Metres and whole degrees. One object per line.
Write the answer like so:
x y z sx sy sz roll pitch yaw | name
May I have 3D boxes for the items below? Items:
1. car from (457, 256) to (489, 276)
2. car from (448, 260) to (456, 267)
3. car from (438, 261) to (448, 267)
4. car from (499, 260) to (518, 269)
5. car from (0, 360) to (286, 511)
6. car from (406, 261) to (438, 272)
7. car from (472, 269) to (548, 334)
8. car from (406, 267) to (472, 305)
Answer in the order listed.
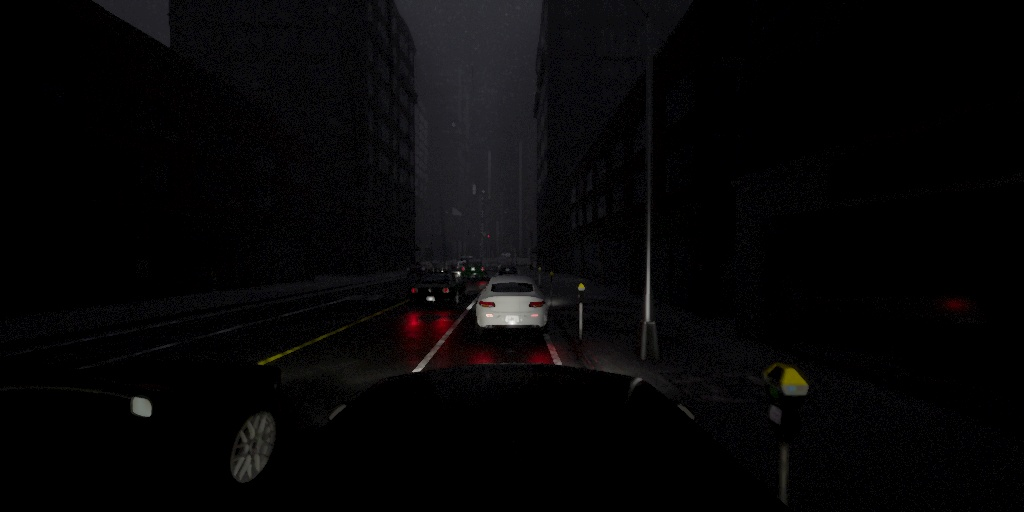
-3.145 1.115 31.042 2.097 1.767 4.553 0 0 0 | car
-8.909 1.303 45.944 2.007 1.370 4.403 0 0 0 | car
-8.909 1.316 40.439 1.948 1.339 4.313 0 0 0 | car
-0.383 1.315 34.934 1.948 1.339 4.313 0 0 0 | car
-3.145 1.227 1.500 1.882 1.535 5.008 0 0 0 | car
-8.909 1.189 34.934 1.967 1.591 4.097 0 0 0 | car
0.003 1.273 10.501 1.812 1.442 4.674 0 0 0 | car
-3.145 1.364 16.100 1.895 1.301 4.718 0 0 0 | car
